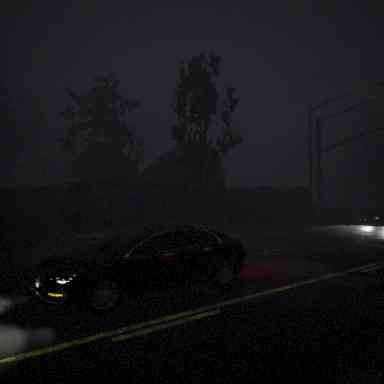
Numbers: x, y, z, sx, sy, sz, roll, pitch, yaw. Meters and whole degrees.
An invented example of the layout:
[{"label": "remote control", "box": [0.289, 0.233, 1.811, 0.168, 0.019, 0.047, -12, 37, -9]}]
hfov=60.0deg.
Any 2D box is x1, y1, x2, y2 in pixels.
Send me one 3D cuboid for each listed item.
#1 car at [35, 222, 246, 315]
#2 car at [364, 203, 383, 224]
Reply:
[{"label": "car", "box": [-0.910, 1.500, 7.637, 4.892, 1.490, 1.837, 0, 0, -35]}, {"label": "car", "box": [13.095, 1.427, 21.798, 4.181, 1.385, 1.994, -1, 0, -35]}]
